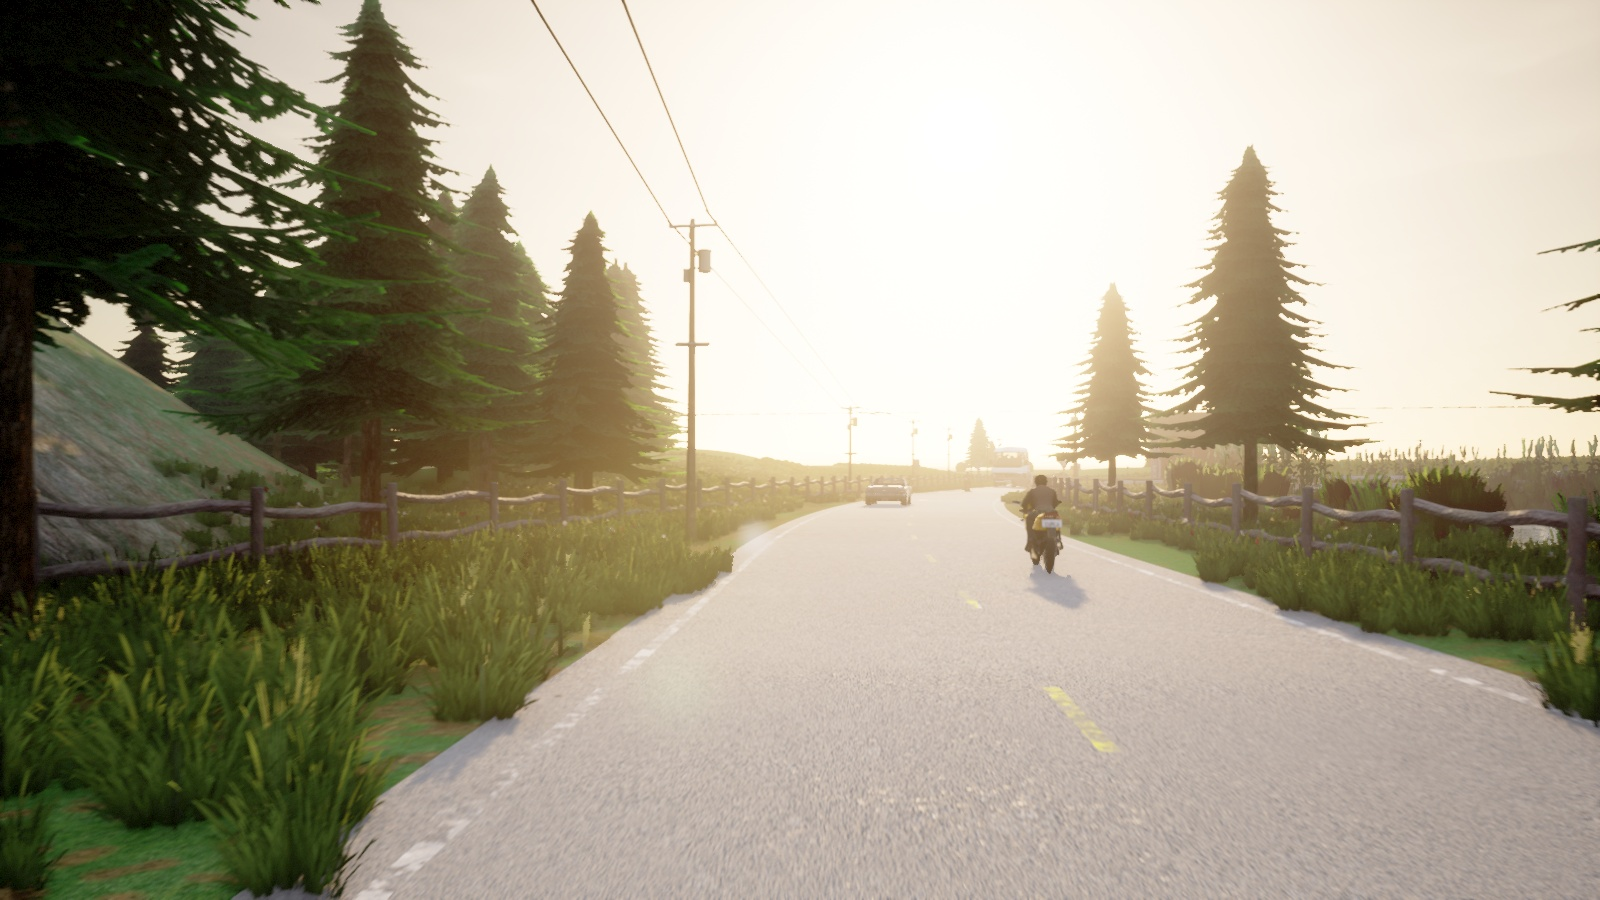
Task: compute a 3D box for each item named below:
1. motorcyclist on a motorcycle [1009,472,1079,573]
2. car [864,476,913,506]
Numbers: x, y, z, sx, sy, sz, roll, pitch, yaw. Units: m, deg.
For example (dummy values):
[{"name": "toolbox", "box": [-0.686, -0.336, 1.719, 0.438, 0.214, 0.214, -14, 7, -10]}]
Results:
[{"name": "motorcyclist on a motorcycle", "box": [3.868, 1.118, 20.073, 0.797, 1.523, 2.044, 0, -1, 2]}, {"name": "car", "box": [4.162, 1.875, 58.267, 1.895, 1.301, 4.718, 0, -1, 9]}]
